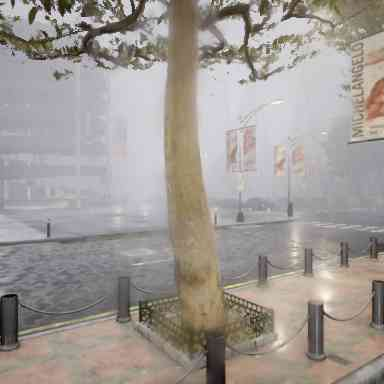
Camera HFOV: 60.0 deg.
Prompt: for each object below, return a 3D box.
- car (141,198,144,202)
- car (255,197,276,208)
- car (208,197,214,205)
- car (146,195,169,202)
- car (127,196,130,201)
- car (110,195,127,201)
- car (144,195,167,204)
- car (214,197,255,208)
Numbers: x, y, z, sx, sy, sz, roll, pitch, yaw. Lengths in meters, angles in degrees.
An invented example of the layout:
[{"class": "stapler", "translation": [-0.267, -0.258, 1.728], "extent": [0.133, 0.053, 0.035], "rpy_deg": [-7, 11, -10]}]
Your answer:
[{"class": "car", "translation": [-8.956, 1.478, 73.872], "extent": [5.008, 1.535, 1.882], "rpy_deg": [0, 0, 30]}, {"class": "car", "translation": [9.825, 1.505, 48.023], "extent": [1.837, 1.490, 4.892], "rpy_deg": [0, 0, -36]}, {"class": "car", "translation": [4.178, 1.547, 55.966], "extent": [2.033, 1.411, 5.357], "rpy_deg": [0, 0, -36]}, {"class": "car", "translation": [-7.932, 1.525, 77.283], "extent": [4.902, 1.511, 2.128], "rpy_deg": [0, 0, 26]}, {"class": "car", "translation": [-17.525, 1.440, 81.099], "extent": [4.892, 1.490, 1.837], "rpy_deg": [0, 0, 12]}, {"class": "car", "translation": [-18.488, 1.427, 77.735], "extent": [5.008, 1.535, 1.882], "rpy_deg": [0, 0, 12]}, {"class": "car", "translation": [-6.310, 1.505, 62.950], "extent": [4.892, 1.490, 1.837], "rpy_deg": [0, 0, 42]}, {"class": "car", "translation": [5.980, 1.547, 47.423], "extent": [2.033, 1.411, 5.357], "rpy_deg": [0, 0, -35]}]
